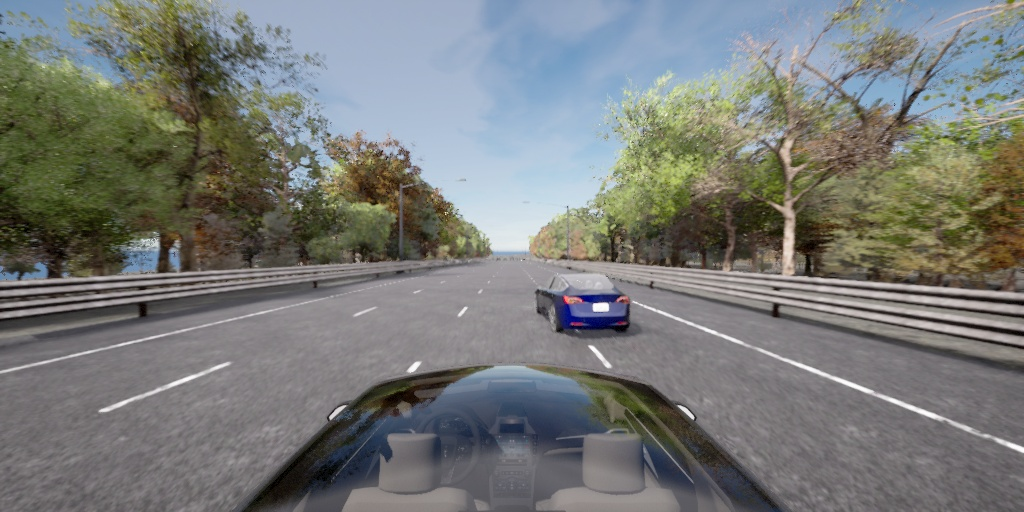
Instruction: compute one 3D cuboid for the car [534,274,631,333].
[{"bbox_3d":[1.885,1.253,10.762,2.163,1.488,4.792,0,0,-5],"label":"car"}]
